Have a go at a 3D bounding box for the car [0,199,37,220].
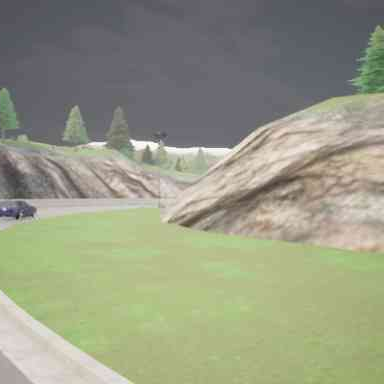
[{"bbox_3d":[-15.769,1.520,29.941,2.097,1.767,4.553,0,0,-4],"label":"car"}]
